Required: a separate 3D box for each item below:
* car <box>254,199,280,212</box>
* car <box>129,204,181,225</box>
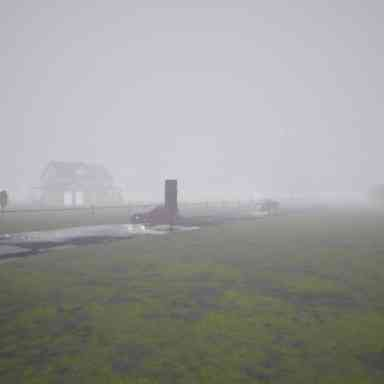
[{"bbox_3d":[9.393,1.637,41.541,2.128,1.511,4.902,0,0,36],"label":"car"},{"bbox_3d":[-2.673,1.619,24.826,1.994,1.385,4.181,0,0,36],"label":"car"}]
